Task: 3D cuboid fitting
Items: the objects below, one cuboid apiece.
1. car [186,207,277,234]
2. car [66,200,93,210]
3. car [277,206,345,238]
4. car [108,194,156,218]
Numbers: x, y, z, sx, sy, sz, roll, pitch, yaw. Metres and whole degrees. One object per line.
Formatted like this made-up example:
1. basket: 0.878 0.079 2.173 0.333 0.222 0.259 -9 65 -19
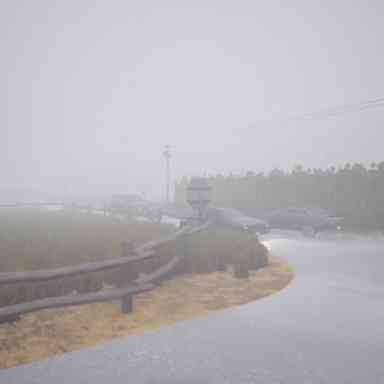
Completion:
1. car: 1.659 1.538 17.677 2.033 1.411 5.357 0 0 -33
2. car: -13.194 1.592 38.793 1.895 1.301 4.718 0 0 -35
3. car: 5.655 1.480 17.859 2.128 1.511 4.902 0 0 -34
4. car: -5.017 1.213 27.219 2.150 2.045 5.566 0 0 -35
